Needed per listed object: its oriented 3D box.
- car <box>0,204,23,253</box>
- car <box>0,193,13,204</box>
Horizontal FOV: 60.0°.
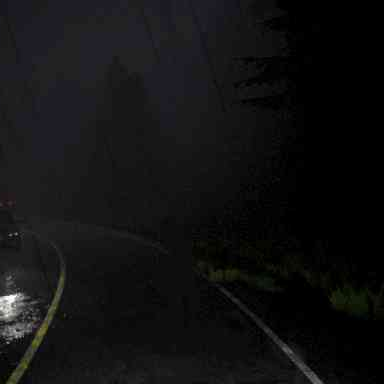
[{"bbox_3d":[-7.777,1.451,12.882,2.128,1.511,4.902,-1,0,-32],"label":"car"},{"bbox_3d":[-17.692,1.134,28.992,5.566,2.045,2.150,0,1,39],"label":"car"}]
